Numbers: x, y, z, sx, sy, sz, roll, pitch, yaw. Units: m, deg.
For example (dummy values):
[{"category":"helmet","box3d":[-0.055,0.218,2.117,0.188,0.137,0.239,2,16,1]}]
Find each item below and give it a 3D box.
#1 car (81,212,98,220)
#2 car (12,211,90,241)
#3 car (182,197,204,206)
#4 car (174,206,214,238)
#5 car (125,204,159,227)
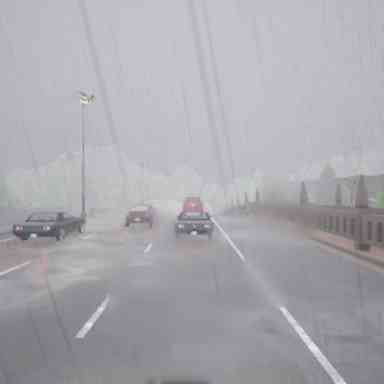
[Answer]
[{"category":"car","box3d":[-20.991,4.896,68.246,1.837,1.490,4.892,0,-6,0]},{"category":"car","box3d":[-6.898,1.616,16.713,1.895,1.301,4.718,0,0,0]},{"category":"car","box3d":[0.105,1.596,36.090,2.150,2.045,5.566,0,-3,0]},{"category":"car","box3d":[0.103,1.617,17.590,1.895,1.301,4.718,0,0,0]},{"category":"car","box3d":[-3.396,1.549,23.030,1.812,1.442,4.674,0,0,0]}]
